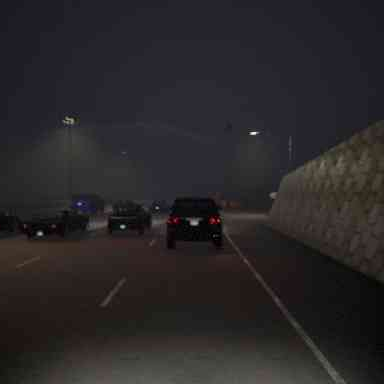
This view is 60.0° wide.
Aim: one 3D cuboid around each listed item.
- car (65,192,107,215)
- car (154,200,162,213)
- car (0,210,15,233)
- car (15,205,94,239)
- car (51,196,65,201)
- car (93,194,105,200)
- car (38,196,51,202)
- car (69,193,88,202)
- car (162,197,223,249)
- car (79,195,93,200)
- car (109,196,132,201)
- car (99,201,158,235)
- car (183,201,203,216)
[{"bbox_3d":[-10.397,1.190,33.461,2.150,2.045,5.566,0,0,0],"label":"car"},{"bbox_3d":[-3.398,1.532,34.748,1.994,1.385,4.181,0,0,0],"label":"car"},{"bbox_3d":[-10.400,1.476,16.460,2.128,1.511,4.902,0,0,0],"label":"car"},{"bbox_3d":[-6.898,1.585,17.326,1.895,1.301,4.718,0,0,0],"label":"car"},{"bbox_3d":[-27.995,1.529,72.061,1.895,1.301,4.718,0,0,0],"label":"car"},{"bbox_3d":[-24.494,1.419,87.924,1.837,1.490,4.892,0,0,0],"label":"car"},{"bbox_3d":[-31.495,1.529,72.061,1.895,1.301,4.718,0,0,0],"label":"car"},{"bbox_3d":[-24.495,1.159,72.060,2.150,2.045,5.566,0,0,0],"label":"car"},{"bbox_3d":[0.170,1.208,14.741,2.150,2.045,5.566,0,0,2],"label":"car"},{"bbox_3d":[-27.994,1.459,87.924,2.033,1.411,5.357,0,0,0],"label":"car"},{"bbox_3d":[-6.899,1.460,34.358,2.128,1.511,4.902,0,0,0],"label":"car"},{"bbox_3d":[-3.398,1.474,18.768,2.128,1.511,4.902,0,0,0],"label":"car"},{"bbox_3d":[0.102,1.570,32.791,1.895,1.301,4.718,0,0,0],"label":"car"}]
